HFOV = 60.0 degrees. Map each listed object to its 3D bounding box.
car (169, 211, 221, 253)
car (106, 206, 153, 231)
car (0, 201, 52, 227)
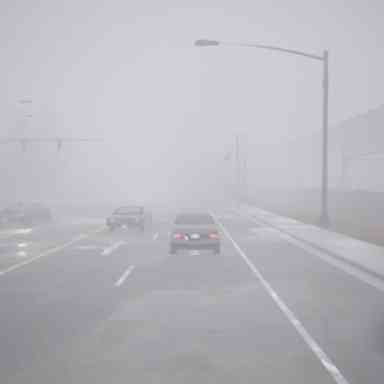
[{"bbox_3d":[0.101,1.448,13.254,2.033,1.411,5.357,0,1,0],"label":"car"},{"bbox_3d":[-3.396,1.429,19.033,1.895,1.301,4.718,0,1,1],"label":"car"},{"bbox_3d":[-10.566,1.325,21.207,1.812,1.442,4.674,0,1,0],"label":"car"}]
